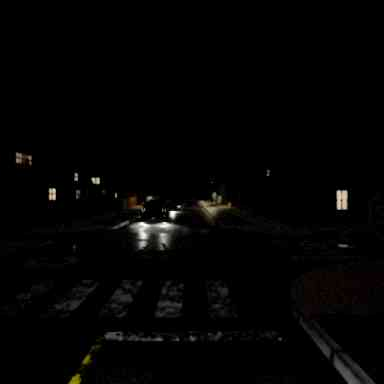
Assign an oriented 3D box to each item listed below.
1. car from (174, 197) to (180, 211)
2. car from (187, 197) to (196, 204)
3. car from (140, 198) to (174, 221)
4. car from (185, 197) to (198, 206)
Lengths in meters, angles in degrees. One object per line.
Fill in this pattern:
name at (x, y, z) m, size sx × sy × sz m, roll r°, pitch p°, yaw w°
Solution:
car at (-2.901, 1.618, 41.405) m, size 1.994 × 1.385 × 4.181 m, roll 0°, pitch 0°, yaw 0°
car at (-0.104, 1.710, 67.239) m, size 1.812 × 1.442 × 4.674 m, roll 0°, pitch 0°, yaw 0°
car at (-2.886, 1.369, 26.953) m, size 2.097 × 1.767 × 4.553 m, roll 0°, pitch 0°, yaw 0°
car at (-0.089, 1.599, 56.821) m, size 1.882 × 1.535 × 5.008 m, roll 0°, pitch 0°, yaw 0°
